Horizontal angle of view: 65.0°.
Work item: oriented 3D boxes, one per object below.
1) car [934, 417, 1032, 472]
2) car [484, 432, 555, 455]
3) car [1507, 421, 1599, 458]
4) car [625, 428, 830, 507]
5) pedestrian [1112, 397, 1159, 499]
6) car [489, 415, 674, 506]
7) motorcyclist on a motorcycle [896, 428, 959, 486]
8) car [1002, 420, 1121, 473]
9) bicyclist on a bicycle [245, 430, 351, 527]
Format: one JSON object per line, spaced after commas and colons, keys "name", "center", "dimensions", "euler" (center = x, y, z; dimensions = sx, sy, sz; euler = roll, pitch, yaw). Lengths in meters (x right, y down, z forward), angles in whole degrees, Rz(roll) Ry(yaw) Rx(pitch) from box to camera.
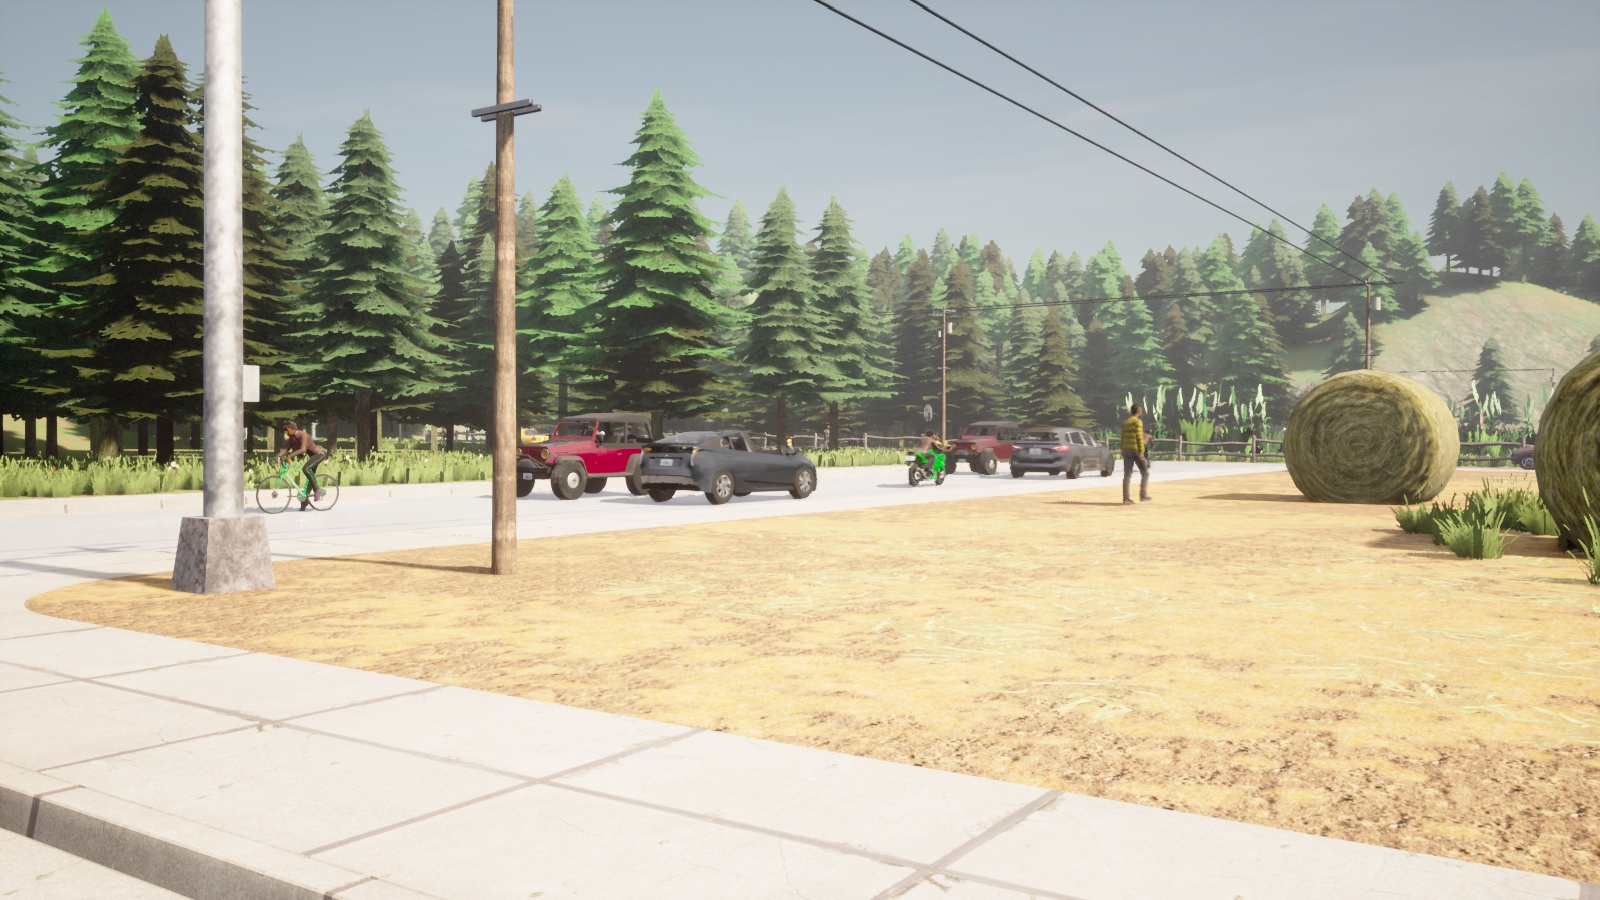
{"name": "car", "center": [6.529, -0.216, 44.584], "dimensions": [1.905, 1.878, 3.866], "euler": [0, 1, 35]}
{"name": "car", "center": [-20.103, -0.477, 89.933], "dimensions": [5.366, 1.575, 1.801], "euler": [0, 1, 36]}
{"name": "car", "center": [31.697, -0.434, 51.316], "dimensions": [4.674, 1.442, 1.812], "euler": [0, 1, 37]}
{"name": "car", "center": [-1.446, 0.308, 26.875], "dimensions": [2.007, 1.525, 4.514], "euler": [0, 1, 35]}
{"name": "pedestrian", "center": [6.125, -0.045, 22.903], "dimensions": [0.709, 1.840, 0.431], "euler": [-1, 1, -29]}
{"name": "car", "center": [-4.815, 0.179, 28.155], "dimensions": [1.905, 1.878, 3.866], "euler": [0, 1, 35]}
{"name": "motorcyclist on a motorcycle", "center": [3.462, 0.172, 33.981], "dimensions": [0.797, 1.523, 2.044], "euler": [0, 1, 35]}
{"name": "car", "center": [8.730, -0.149, 41.610], "dimensions": [2.242, 1.667, 4.611], "euler": [0, 1, 35]}
{"name": "bicyclist on a bicycle", "center": [-8.880, 0.477, 22.268], "dimensions": [0.582, 1.620, 1.656], "euler": [0, 1, 35]}
